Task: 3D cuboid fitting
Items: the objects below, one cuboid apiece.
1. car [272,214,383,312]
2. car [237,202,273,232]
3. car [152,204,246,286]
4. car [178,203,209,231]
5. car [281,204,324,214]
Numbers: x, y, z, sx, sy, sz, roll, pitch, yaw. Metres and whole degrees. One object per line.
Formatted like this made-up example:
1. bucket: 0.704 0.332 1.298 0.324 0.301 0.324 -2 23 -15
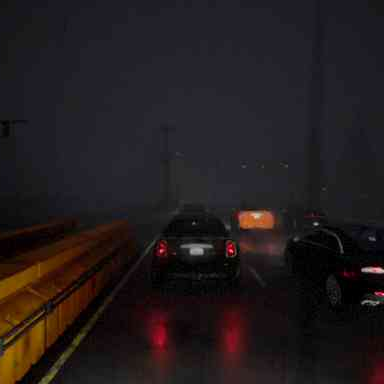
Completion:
1. car: 3.603 1.514 7.758 2.128 1.511 4.902 0 0 0
2. car: 3.610 1.409 20.680 2.097 1.767 4.553 0 0 0
3. car: 0.104 1.380 9.675 2.097 1.767 4.553 0 0 0
4. car: 0.109 1.570 22.386 1.837 1.490 4.892 0 0 0
5. car: 7.109 1.567 21.488 1.837 1.490 4.892 0 0 0
